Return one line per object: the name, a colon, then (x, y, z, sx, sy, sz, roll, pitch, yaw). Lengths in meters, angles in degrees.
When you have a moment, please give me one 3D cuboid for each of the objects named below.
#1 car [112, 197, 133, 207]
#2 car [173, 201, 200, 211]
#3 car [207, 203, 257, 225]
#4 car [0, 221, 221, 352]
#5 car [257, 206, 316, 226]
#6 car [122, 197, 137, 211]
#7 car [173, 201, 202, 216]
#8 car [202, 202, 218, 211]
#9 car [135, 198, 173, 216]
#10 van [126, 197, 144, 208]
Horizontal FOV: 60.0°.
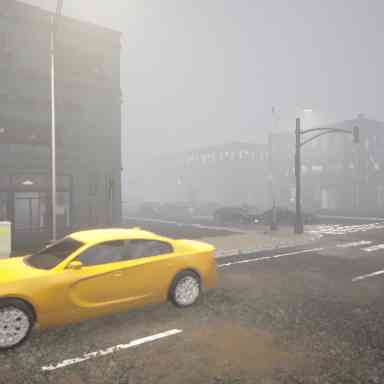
car: (-13.626, 1.939, 65.384, 2.192, 1.841, 5.009, -1, 0, -35)
car: (-0.790, 1.965, 47.340, 1.802, 1.307, 4.206, -2, 0, -35)
car: (3.529, 1.814, 26.592, 1.947, 1.339, 4.313, -1, 0, -35)
car: (-1.801, 1.477, 6.337, 5.008, 1.535, 1.882, 0, 0, -35)
car: (7.401, 1.750, 25.684, 1.994, 1.385, 4.181, -1, 0, -33)
car: (-10.288, 2.010, 50.796, 1.882, 1.535, 5.008, -1, -1, -35)
car: (-1.487, 1.856, 38.346, 2.128, 1.511, 4.902, -1, 0, -35)
car: (2.416, 1.903, 42.830, 1.802, 1.307, 4.206, -2, 0, -35)
car: (-4.416, 1.846, 37.971, 1.967, 1.590, 4.097, -1, 0, -35)
van: (-10.418, 1.906, 60.874, 1.690, 1.788, 3.998, -1, 0, -35)
